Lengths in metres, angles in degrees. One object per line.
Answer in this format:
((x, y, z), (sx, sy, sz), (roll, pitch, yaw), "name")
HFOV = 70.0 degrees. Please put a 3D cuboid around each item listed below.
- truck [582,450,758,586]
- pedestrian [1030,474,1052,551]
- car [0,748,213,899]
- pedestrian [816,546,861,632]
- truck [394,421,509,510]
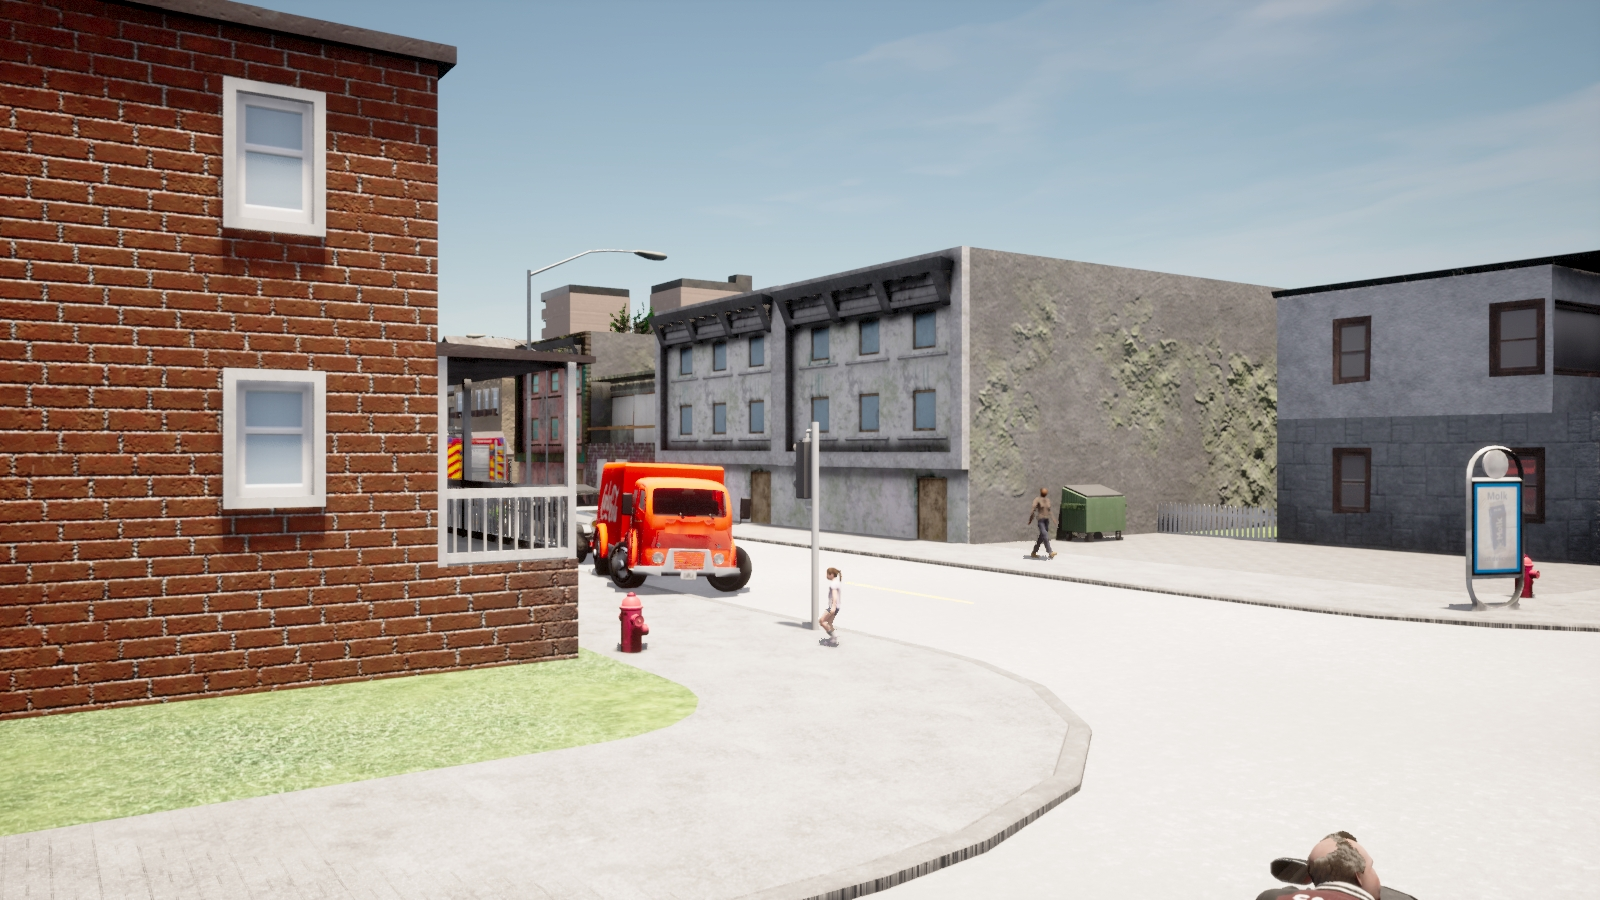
((-2.868, 1.294, 23.855), (2.627, 2.467, 5.204), (3, -1, -17), "truck")
((5.900, 1.525, 27.960), (0.375, 1.860, 0.375), (0, 0, -25), "pedestrian")
((-3.312, 1.808, 2.223), (3.705, 1.549, 1.789), (0, 0, -34), "car")
((0.536, 1.897, 15.714), (0.500, 1.100, 0.500), (0, 0, 19), "pedestrian")
((-16.501, 0.671, 53.642), (2.891, 3.827, 8.468), (0, 0, -33), "truck")
